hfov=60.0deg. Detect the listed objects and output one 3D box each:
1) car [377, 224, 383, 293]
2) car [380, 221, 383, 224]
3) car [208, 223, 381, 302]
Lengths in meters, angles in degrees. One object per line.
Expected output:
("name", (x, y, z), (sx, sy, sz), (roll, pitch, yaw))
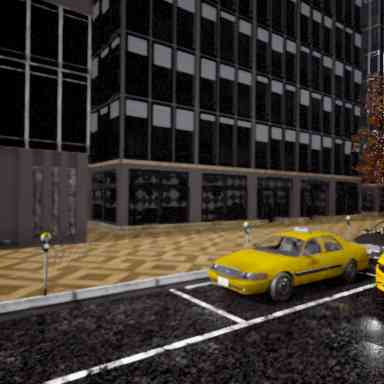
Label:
("car", (6.287, 1.578, 7.865), (5.008, 1.535, 1.882), (1, 0, -36))
("car", (7.397, 1.684, 11.836), (4.403, 1.369, 2.008), (1, 0, -36))
("car", (2.624, 1.598, 8.430), (4.829, 1.417, 1.752), (1, 0, -36))
